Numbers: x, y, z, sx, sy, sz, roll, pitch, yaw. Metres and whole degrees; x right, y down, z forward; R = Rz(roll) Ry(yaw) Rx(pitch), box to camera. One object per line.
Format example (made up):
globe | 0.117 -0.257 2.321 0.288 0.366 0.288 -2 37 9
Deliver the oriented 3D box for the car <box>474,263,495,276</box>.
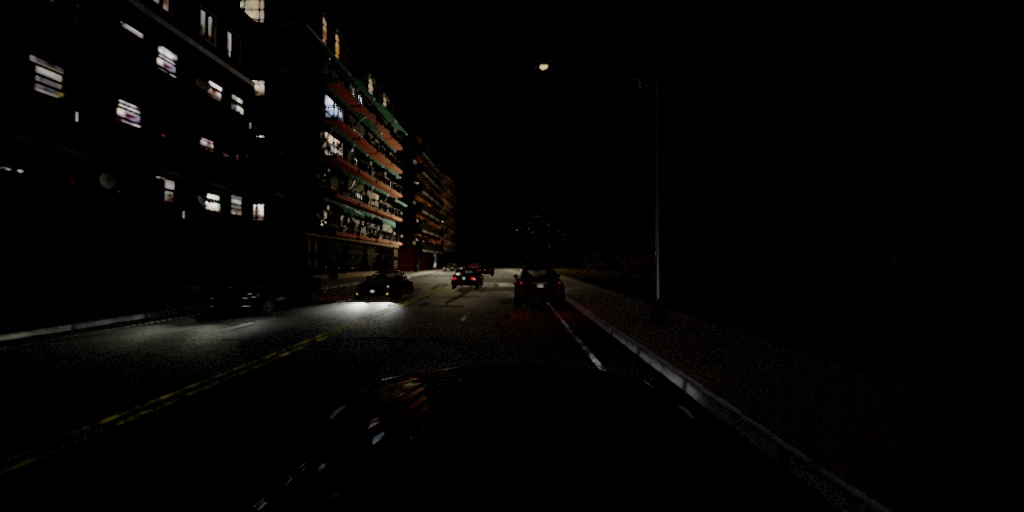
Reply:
car | -3.118 1.726 43.945 2.033 1.411 5.357 0 -1 0

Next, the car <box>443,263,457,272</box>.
car | -9.785 1.818 57.215 1.837 1.490 4.892 0 -1 0

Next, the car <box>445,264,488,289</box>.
car | -3.130 1.543 25.778 2.033 1.411 5.357 0 -1 0

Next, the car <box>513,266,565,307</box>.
car | 1.149 1.253 16.605 2.097 1.767 4.553 0 -1 0

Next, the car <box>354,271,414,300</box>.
car | -6.587 1.489 18.870 1.994 1.385 4.181 0 -1 0

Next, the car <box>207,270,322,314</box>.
car | -9.839 1.361 14.746 1.882 1.535 5.008 0 -1 0
